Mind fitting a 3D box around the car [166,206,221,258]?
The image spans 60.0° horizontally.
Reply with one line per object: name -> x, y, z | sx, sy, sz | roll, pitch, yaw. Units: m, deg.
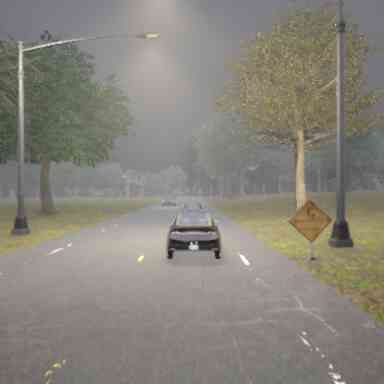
car -> 0.074, 1.516, 12.849 | 2.128, 1.511, 4.902 | 0, 0, 0

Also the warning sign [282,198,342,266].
warning sign -> 3.517, 1.136, 9.868 | 1.300, 1.860, 1.060 | -2, -2, 0

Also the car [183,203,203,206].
car -> 0.081, 1.605, 28.368 | 1.994, 1.385, 4.181 | 0, 0, 0

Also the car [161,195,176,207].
car -> -3.554, 1.336, 51.688 | 2.097, 1.767, 4.553 | 0, 0, 0
